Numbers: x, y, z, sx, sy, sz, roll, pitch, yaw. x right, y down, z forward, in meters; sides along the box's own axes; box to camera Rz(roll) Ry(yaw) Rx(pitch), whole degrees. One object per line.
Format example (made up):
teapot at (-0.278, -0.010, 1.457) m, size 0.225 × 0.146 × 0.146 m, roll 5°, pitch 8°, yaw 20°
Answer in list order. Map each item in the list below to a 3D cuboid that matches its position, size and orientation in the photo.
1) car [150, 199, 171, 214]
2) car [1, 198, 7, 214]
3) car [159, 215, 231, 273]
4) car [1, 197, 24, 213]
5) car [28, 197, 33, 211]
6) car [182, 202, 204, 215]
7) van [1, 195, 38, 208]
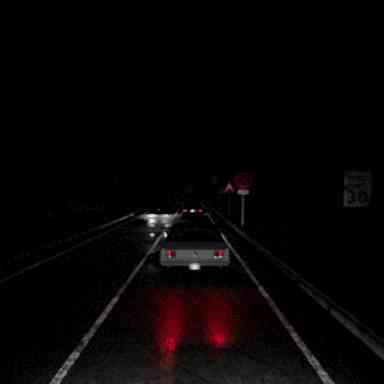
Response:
car at (-3.350, 1.514, 35.627) m, size 1.837 × 1.490 × 4.892 m, roll 0°, pitch 0°, yaw 0°
car at (-22.146, 1.647, 34.001) m, size 4.792 × 1.488 × 2.163 m, roll 0°, pitch 0°, yaw 0°
car at (0.070, 1.642, 10.774) m, size 1.895 × 1.301 × 4.718 m, roll 0°, pitch 0°, yaw 0°
car at (-21.935, 1.626, 36.776) m, size 5.366 × 1.575 × 1.946 m, roll 0°, pitch 0°, yaw 0°
car at (-22.154, 1.671, 39.553) m, size 4.792 × 1.488 × 2.163 m, roll 0°, pitch 0°, yaw 0°
car at (0.085, 1.581, 29.765) m, size 2.033 × 1.411 × 5.357 m, roll 0°, pitch 0°, yaw 0°
van at (-22.011, 1.428, 42.328) m, size 4.442 × 1.987 × 1.878 m, roll 0°, pitch 0°, yaw 0°
